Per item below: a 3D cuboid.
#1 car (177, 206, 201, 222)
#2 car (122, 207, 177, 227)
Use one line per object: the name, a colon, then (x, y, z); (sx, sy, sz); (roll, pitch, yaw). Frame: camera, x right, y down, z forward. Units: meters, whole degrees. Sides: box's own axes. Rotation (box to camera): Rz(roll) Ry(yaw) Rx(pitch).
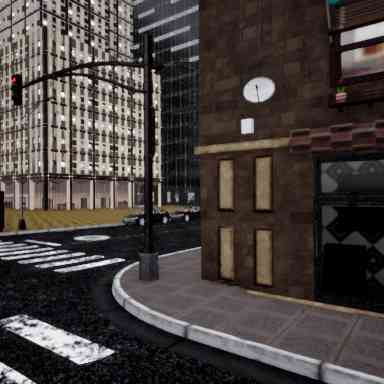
car: (-0.317, 1.974, 30.496); (2.008, 1.369, 4.403); (-2, -2, 35)
car: (-3.524, 1.893, 25.943); (2.008, 1.369, 4.403); (-2, -2, 35)
